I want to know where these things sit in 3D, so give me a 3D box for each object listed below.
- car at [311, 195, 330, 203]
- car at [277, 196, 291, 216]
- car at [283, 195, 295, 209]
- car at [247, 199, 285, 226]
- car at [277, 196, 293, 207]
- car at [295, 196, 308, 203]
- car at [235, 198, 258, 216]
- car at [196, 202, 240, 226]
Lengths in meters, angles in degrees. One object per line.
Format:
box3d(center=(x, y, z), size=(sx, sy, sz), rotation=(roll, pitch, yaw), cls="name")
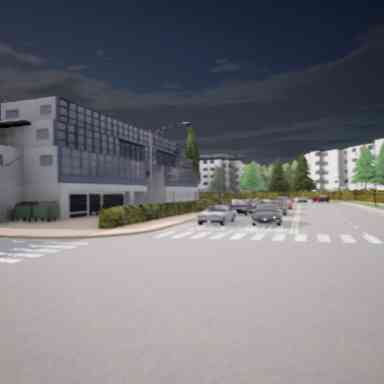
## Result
box3d(center=(23.160, 1.206, 60.128), size=(1.882, 1.535, 5.008), rotation=(-1, 0, 1), cls="car")
box3d(center=(8.170, 1.450, 31.994), size=(1.837, 1.490, 4.892), rotation=(-1, 0, 19), cls="car")
box3d(center=(11.333, 1.264, 41.468), size=(2.097, 1.767, 4.553), rotation=(-1, 0, 19), cls="car")
box3d(center=(5.249, 1.479, 23.053), size=(1.837, 1.490, 4.892), rotation=(-1, 0, 17), cls="car")
box3d(center=(14.324, 1.376, 51.150), size=(2.128, 1.511, 4.902), rotation=(-1, 0, 16), cls="car")
box3d(center=(19.724, 1.407, 61.363), size=(1.895, 1.301, 4.718), rotation=(-1, 0, 1), cls="car")
box3d(center=(4.932, 1.566, 33.350), size=(2.033, 1.411, 5.357), rotation=(-1, 0, 18), cls="car")
box3d(center=(1.856, 1.651, 24.203), size=(1.895, 1.301, 4.718), rotation=(-1, 0, 20), cls="car")
